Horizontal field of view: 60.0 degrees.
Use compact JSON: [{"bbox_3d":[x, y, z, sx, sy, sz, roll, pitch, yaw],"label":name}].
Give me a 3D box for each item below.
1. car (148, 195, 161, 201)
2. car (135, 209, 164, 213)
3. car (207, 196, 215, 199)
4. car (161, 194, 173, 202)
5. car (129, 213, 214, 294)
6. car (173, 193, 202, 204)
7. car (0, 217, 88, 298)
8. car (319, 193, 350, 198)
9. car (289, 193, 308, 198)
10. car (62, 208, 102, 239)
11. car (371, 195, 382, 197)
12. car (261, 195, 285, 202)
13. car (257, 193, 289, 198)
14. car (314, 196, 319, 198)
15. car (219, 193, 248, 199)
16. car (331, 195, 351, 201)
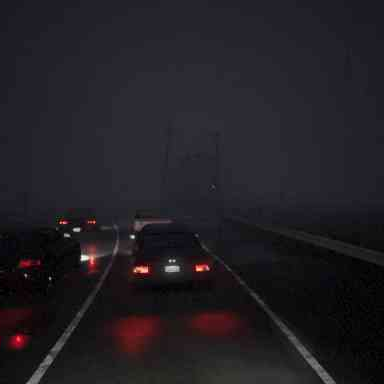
[{"bbox_3d":[-6.925,1.352,67.156,4.553,1.767,2.097,0,0,-20],"label":"car"},{"bbox_3d":[-2.375,1.601,18.476,1.895,1.301,4.718,0,0,-12],"label":"car"},{"bbox_3d":[4.997,1.552,71.390,4.181,1.385,1.994,0,0,-20],"label":"car"},{"bbox_3d":[-2.594,1.221,65.024,5.566,2.045,2.150,0,0,-20],"label":"car"},{"bbox_3d":[-0.695,1.547,8.975,2.033,1.411,5.357,0,0,-7],"label":"car"},{"bbox_3d":[-0.354,1.352,58.401,4.553,1.767,2.097,0,0,-20],"label":"car"},{"bbox_3d":[-4.210,1.564,8.532,1.994,1.385,4.181,0,0,-6],"label":"car"},{"bbox_3d":[30.055,1.225,69.731,5.566,2.045,2.150,0,0,-26],"label":"car"},{"bbox_3d":[23.342,1.225,74.370,5.566,2.045,2.150,0,0,-22],"label":"car"},{"bbox_3d":[-5.689,1.526,17.142,1.812,1.442,4.674,0,0,-13],"label":"car"},{"bbox_3d":[43.164,1.474,78.215,5.008,1.535,1.882,0,0,-38],"label":"car"},{"bbox_3d":[18.605,1.525,76.308,4.902,1.511,2.128,0,0,-20],"label":"car"},{"bbox_3d":[15.074,1.223,63.917,5.566,2.045,2.150,0,0,-19],"label":"car"},{"bbox_3d":[32.458,1.593,83.280,4.718,1.301,1.895,0,0,-34],"label":"car"},{"bbox_3d":[8.942,1.225,69.091,5.566,2.045,2.150,0,0,-20],"label":"car"},{"bbox_3d":[36.898,1.540,82.164,5.357,1.411,2.033,0,0,-34],"label":"car"}]
